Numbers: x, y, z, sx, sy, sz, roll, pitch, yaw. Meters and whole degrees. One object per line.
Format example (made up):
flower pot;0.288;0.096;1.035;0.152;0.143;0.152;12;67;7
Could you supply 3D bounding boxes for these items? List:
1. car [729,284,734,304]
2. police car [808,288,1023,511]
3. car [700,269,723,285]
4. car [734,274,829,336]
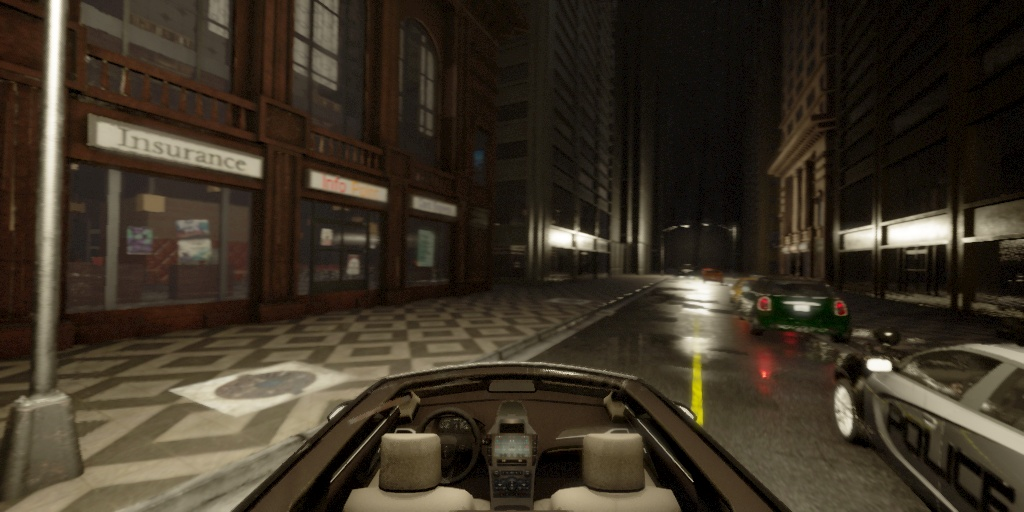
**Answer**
car;11.264;1.646;16.653;1.801;1.575;5.366;1;-1;27
police car;3.924;1.267;2.350;1.930;1.638;5.238;1;-1;27
car;21.554;2.200;38.576;1.882;1.535;5.008;1;-1;27
car;8.427;1.406;11.122;2.097;1.767;4.553;1;-1;27
